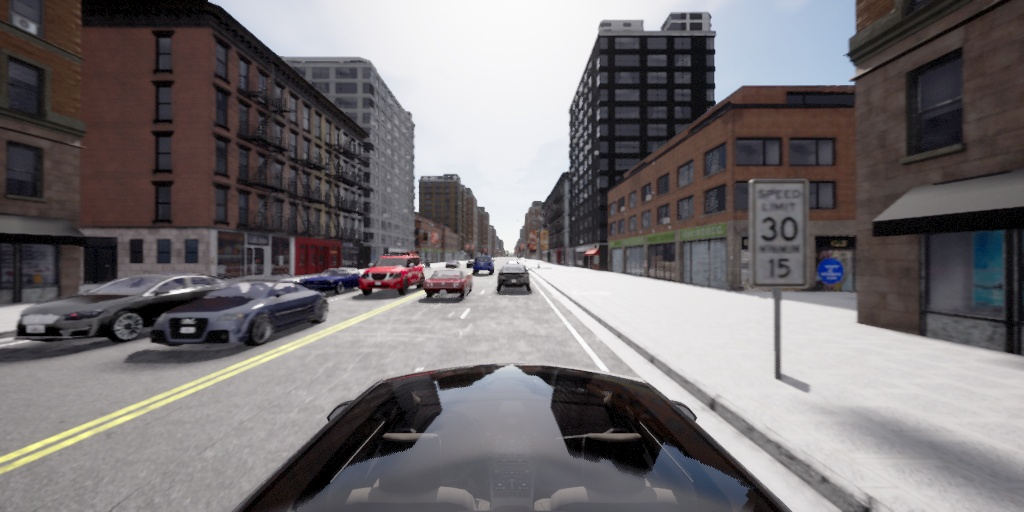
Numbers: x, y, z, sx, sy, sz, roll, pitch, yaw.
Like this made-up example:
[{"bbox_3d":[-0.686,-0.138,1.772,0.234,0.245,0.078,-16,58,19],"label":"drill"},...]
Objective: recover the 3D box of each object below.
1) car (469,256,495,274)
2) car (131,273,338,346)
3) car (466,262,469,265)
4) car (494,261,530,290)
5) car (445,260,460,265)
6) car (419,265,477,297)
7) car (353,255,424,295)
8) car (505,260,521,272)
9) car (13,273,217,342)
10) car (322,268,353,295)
[{"bbox_3d":[-3.161,0.976,40.667,2.150,2.045,5.566,0,0,0],"label":"car"},{"bbox_3d":[-6.578,1.316,9.271,1.994,1.385,4.181,0,0,0],"label":"car"},{"bbox_3d":[-6.491,1.368,59.303,1.895,1.301,4.718,0,0,0],"label":"car"},{"bbox_3d":[0.101,1.229,22.301,1.882,1.535,5.008,0,0,0],"label":"car"},{"bbox_3d":[-9.741,1.315,59.334,2.033,1.411,5.357,0,0,0],"label":"car"},{"bbox_3d":[-3.148,1.352,18.643,1.895,1.301,4.718,0,0,0],"label":"car"},{"bbox_3d":[-6.497,0.973,20.141,2.150,2.045,5.566,0,0,0],"label":"car"},{"bbox_3d":[0.107,1.316,48.382,1.994,1.385,4.181,0,0,0],"label":"car"},{"bbox_3d":[-9.821,1.243,9.845,2.128,1.511,4.902,0,0,0],"label":"car"},{"bbox_3d":[-9.747,1.353,20.079,1.895,1.301,4.718,0,0,0],"label":"car"}]
